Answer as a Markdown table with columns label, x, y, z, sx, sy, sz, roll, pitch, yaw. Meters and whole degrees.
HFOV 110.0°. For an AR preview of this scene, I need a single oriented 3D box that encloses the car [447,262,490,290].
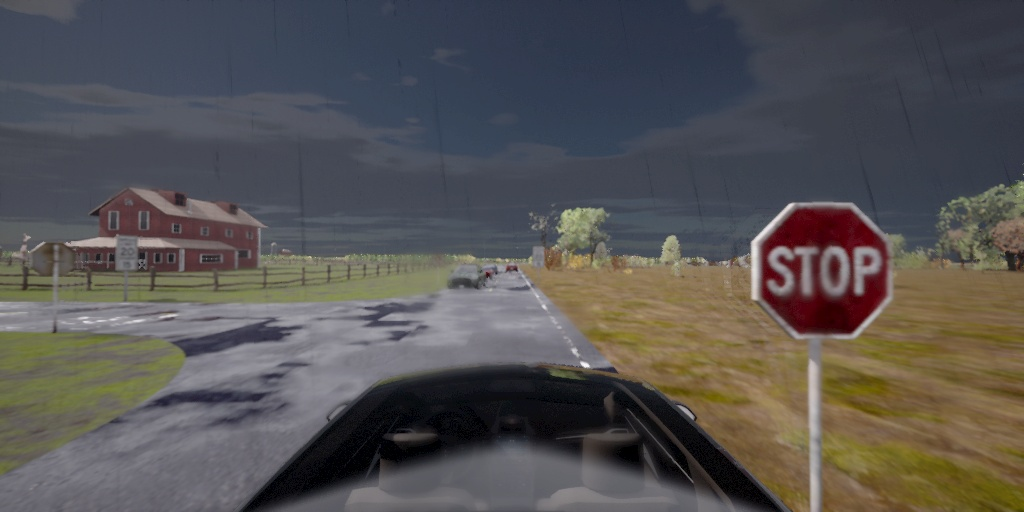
| label | x | y | z | sx | sy | sz | roll | pitch | yaw |
| --- | --- | --- | --- | --- | --- | --- | --- | --- | --- |
| car | -3.031 | 1.342 | 24.722 | 2.097 | 1.767 | 4.553 | 0 | -1 | 3 |

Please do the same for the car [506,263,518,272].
| label | x | y | z | sx | sy | sz | roll | pitch | yaw |
| --- | --- | --- | --- | --- | --- | --- | --- | --- | --- |
| car | -0.001 | 1.822 | 58.088 | 1.882 | 1.535 | 5.008 | 0 | -1 | 0 |

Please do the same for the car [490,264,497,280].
| label | x | y | z | sx | sy | sz | roll | pitch | yaw |
| --- | --- | --- | --- | --- | --- | --- | --- | --- | --- |
| car | -2.846 | 1.715 | 36.430 | 1.895 | 1.301 | 4.718 | 0 | -1 | 0 |
